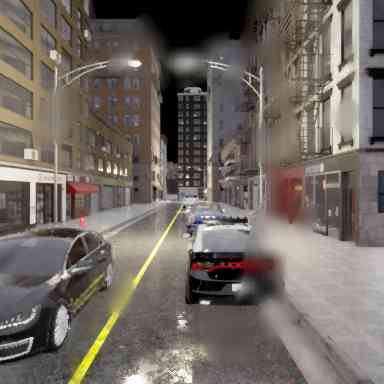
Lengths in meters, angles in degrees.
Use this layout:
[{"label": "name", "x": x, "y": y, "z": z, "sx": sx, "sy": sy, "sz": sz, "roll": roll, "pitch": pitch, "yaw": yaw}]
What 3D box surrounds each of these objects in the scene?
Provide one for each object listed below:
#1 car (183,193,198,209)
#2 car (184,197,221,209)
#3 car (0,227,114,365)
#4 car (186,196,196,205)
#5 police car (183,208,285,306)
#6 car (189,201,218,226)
[{"label": "car", "x": -0.111, "y": 1.212, "z": 45.939, "sx": 2.150, "sy": 2.045, "sz": 5.566, "roll": 0, "pitch": 0, "yaw": 0}, {"label": "car", "x": 0.767, "y": 1.347, "z": 18.113, "sx": 2.097, "sy": 1.767, "sz": 4.553, "roll": 0, "pitch": 0, "yaw": 0}, {"label": "car", "x": -2.769, "y": 1.504, "z": 6.203, "sx": 1.837, "sy": 1.490, "sz": 4.892, "roll": 0, "pitch": 0, "yaw": 0}, {"label": "car", "x": -0.194, "y": 1.517, "z": 60.738, "sx": 1.812, "sy": 1.442, "sz": 4.674, "roll": 0, "pitch": 0, "yaw": 0}, {"label": "police car", "x": 0.799, "y": 1.424, "z": 8.253, "sx": 1.930, "sy": 1.638, "sz": 5.238, "roll": 0, "pitch": 0, "yaw": 0}, {"label": "car", "x": 0.749, "y": 1.472, "z": 24.143, "sx": 1.882, "sy": 1.535, "sz": 5.008, "roll": 0, "pitch": 0, "yaw": 0}]
